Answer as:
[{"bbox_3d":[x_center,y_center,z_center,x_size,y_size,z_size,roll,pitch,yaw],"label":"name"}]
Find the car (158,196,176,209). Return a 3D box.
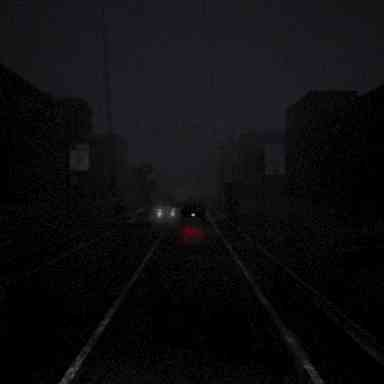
[{"bbox_3d":[-3.102,1.209,41.736,1.882,1.535,5.008,0,1,0],"label":"car"}]

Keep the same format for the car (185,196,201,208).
[{"bbox_3d":[0.086,1.282,42.959,1.994,1.385,4.181,0,1,0],"label":"car"}]

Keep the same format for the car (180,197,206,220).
[{"bbox_3d":[0.091,1.390,26.782,1.837,1.490,4.892,0,1,0],"label":"car"}]
